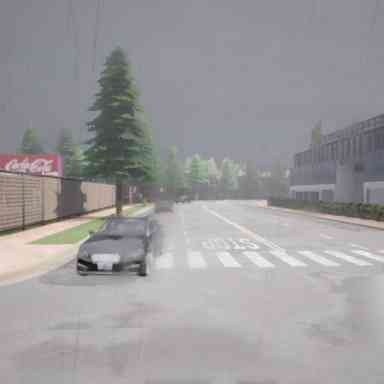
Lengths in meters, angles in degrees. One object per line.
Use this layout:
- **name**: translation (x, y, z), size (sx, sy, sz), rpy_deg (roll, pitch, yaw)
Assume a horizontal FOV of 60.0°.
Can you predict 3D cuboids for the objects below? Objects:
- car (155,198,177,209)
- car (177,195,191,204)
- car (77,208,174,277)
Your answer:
- **car**: translation (-2.944, 1.553, 36.039), size (2.033, 1.411, 5.357), rpy_deg (0, 0, -1)
- **car**: translation (-1.698, 1.398, 61.855), size (1.837, 1.490, 4.892), rpy_deg (0, 0, 20)
- **car**: translation (-1.950, 1.501, 10.370), size (2.128, 1.511, 4.902), rpy_deg (0, 0, 3)
